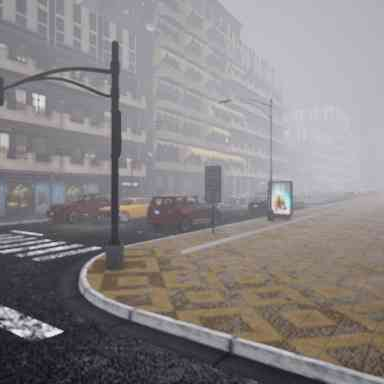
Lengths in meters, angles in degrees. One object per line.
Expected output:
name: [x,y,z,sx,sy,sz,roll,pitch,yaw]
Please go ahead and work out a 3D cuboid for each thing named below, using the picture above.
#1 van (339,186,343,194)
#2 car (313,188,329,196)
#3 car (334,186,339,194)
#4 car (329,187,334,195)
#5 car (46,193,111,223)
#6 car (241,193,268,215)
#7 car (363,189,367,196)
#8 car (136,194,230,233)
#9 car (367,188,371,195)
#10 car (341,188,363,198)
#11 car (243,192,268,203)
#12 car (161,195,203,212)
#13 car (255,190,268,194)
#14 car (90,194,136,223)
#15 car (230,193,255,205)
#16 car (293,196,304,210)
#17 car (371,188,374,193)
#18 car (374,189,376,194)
van: [37.244,-0.467,86.228,1.690,1.788,3.998,2,2,35]
car: [27.715,-0.045,72.591,1.967,1.590,4.097,2,2,35]
car: [34.068,-0.260,81.685,1.967,1.590,4.097,2,2,35]
car: [30.891,-0.048,77.141,1.887,1.381,4.507,2,2,35]
car: [-7.215,0.989,22.574,2.192,1.841,5.009,2,2,35]
car: [6.041,1.058,26.928,1.947,1.339,4.313,1,2,35]
car: [31.452,0.086,63.306,1.967,1.590,4.097,2,2,35]
car: [-0.310,1.015,17.826,2.192,1.841,5.009,1,2,35]
car: [34.628,0.084,67.857,1.887,1.381,4.507,2,2,35]
car: [28.276,0.297,58.762,1.887,1.381,4.507,2,2,35]
car: [8.661,0.734,45.315,1.802,1.307,4.206,2,2,35]
car: [-0.865,1.049,31.675,1.802,1.307,4.206,2,2,35]
car: [8.455,0.590,40.485,2.097,1.767,4.553,0,1,35]
car: [-4.071,1.126,22.585,1.882,1.535,5.008,0,1,35]
car: [5.486,0.808,40.768,2.008,1.369,4.403,2,2,35]
car: [9.217,0.953,31.476,1.947,1.339,4.313,1,2,35]
car: [37.805,-0.023,72.405,1.887,1.381,4.507,2,2,35]
car: [44.157,-0.232,81.500,2.008,1.369,4.403,2,2,35]
